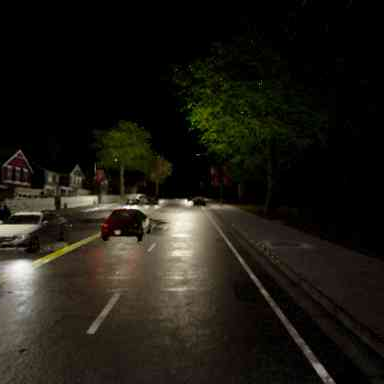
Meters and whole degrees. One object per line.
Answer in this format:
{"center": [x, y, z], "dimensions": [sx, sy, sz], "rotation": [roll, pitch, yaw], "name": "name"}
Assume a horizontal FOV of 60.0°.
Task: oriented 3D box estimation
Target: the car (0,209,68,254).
{"center": [-6.604, 1.527, 13.639], "dimensions": [1.812, 1.442, 4.674], "rotation": [0, 0, 0], "name": "car"}

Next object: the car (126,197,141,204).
{"center": [-9.816, 1.518, 55.897], "dimensions": [2.128, 1.511, 4.902], "rotation": [0, 0, 1], "name": "car"}

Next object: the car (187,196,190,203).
{"center": [-0.027, 1.474, 69.775], "dimensions": [1.812, 1.442, 4.674], "rotation": [0, 0, 0], "name": "car"}

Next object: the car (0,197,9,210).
{"center": [-9.855, 1.223, 14.016], "dimensions": [2.150, 2.045, 5.566], "rotation": [0, 0, 0], "name": "car"}

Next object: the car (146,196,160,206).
{"center": [-6.566, 1.505, 55.818], "dimensions": [1.882, 1.535, 5.008], "rotation": [0, 0, 1], "name": "car"}

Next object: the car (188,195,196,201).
{"center": [-0.035, 1.648, 90.537], "dimensions": [2.033, 1.411, 5.357], "rotation": [0, 0, 0], "name": "car"}

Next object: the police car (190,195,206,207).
{"center": [1.117, 1.444, 51.622], "dimensions": [1.930, 1.638, 5.238], "rotation": [0, 0, 0], "name": "police car"}

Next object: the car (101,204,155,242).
{"center": [-3.154, 1.527, 16.410], "dimensions": [1.812, 1.442, 4.674], "rotation": [0, 0, 0], "name": "car"}
